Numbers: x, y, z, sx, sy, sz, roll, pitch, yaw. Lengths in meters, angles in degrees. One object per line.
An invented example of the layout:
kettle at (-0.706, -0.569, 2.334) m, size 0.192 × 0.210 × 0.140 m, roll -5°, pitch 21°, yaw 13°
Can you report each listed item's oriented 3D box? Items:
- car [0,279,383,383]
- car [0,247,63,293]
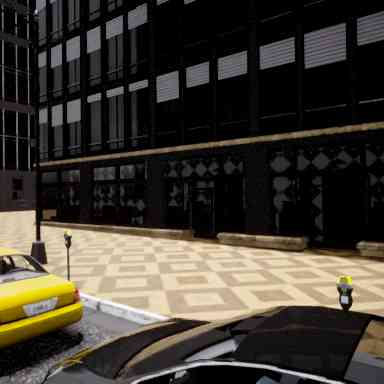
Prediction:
car at (0.703, 1.566, 2.345) m, size 4.313 × 1.339 × 1.947 m, roll 0°, pitch -1°, yaw 35°
car at (-3.932, 1.527, 5.859) m, size 4.829 × 1.417 × 1.752 m, roll 0°, pitch -1°, yaw 35°
